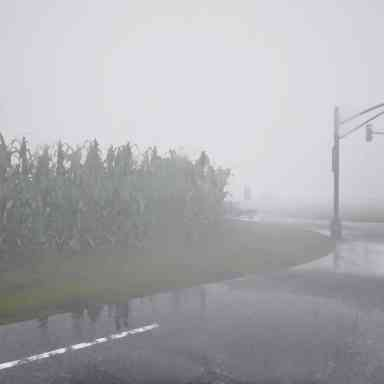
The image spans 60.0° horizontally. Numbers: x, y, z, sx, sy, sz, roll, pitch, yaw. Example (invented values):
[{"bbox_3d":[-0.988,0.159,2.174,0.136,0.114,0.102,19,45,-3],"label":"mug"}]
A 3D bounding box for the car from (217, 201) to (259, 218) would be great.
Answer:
[{"bbox_3d":[3.807,1.503,30.470,2.033,1.411,5.357,1,0,-27],"label":"car"}]
